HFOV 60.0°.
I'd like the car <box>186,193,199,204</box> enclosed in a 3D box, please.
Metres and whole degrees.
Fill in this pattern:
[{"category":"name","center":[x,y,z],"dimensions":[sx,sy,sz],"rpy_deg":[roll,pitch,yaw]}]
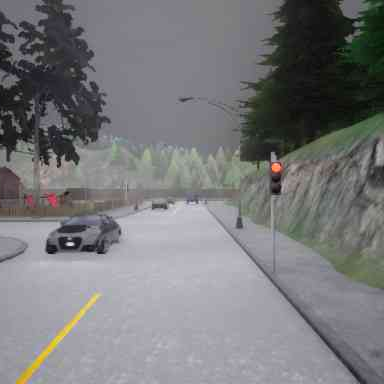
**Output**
[{"category":"car","center":[0.068,1.221,62.571],"dimensions":[2.150,2.045,5.566],"rpy_deg":[0,0,0]}]

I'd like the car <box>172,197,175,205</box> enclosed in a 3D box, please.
[{"category":"car","center":[-4.008,1.548,58.473],"dimensions":[2.033,1.411,5.357],"rpy_deg":[0,0,0]}]

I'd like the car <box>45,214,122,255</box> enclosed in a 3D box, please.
[{"category":"car","center":[-4.085,1.564,13.131],"dimensions":[1.994,1.385,4.181],"rpy_deg":[0,0,0]}]

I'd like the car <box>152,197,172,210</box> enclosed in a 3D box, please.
[{"category":"car","center":[-4.053,1.478,42.940],"dimensions":[1.882,1.535,5.008],"rpy_deg":[0,0,0]}]
